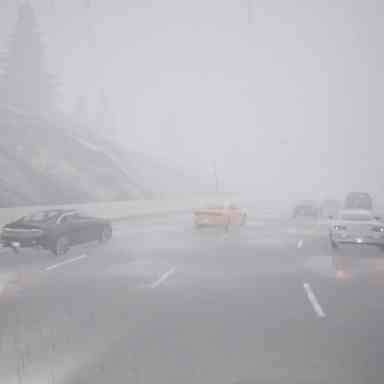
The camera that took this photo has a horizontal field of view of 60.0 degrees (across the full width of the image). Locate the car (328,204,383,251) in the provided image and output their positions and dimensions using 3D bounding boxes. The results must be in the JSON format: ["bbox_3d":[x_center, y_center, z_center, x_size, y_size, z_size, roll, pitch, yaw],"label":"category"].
[{"bbox_3d":[6.749,1.443,13.813,1.812,1.442,4.674,0,0,22],"label":"car"}]

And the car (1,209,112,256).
[{"bbox_3d":[-4.888,1.413,12.829,2.128,1.511,4.902,0,0,15],"label":"car"}]

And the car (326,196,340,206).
[{"bbox_3d":[17.202,1.282,41.303,1.812,1.442,4.674,0,0,28],"label":"car"}]

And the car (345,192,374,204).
[{"bbox_3d":[15.469,1.035,30.853,2.150,2.045,5.566,0,0,29],"label":"car"}]

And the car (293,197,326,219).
[{"bbox_3d":[9.424,1.365,27.009,1.812,1.442,4.674,0,0,28],"label":"car"}]

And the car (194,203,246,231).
[{"bbox_3d":[1.798,1.359,19.749,1.882,1.535,5.008,0,0,25],"label":"car"}]
